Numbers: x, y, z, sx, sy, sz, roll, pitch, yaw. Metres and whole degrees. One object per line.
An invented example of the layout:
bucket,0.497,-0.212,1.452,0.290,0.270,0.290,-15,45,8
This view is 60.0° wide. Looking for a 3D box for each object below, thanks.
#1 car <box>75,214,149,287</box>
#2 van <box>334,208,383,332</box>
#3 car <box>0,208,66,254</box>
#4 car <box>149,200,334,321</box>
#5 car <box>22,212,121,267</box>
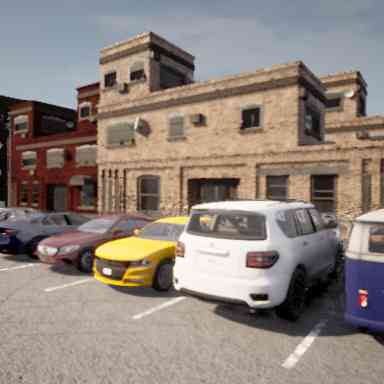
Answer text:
car,-0.382,1.449,9.240,2.097,1.535,5.008,0,0,36
van,4.170,1.254,6.124,1.878,1.987,4.442,0,0,36
car,-7.119,1.415,14.040,2.231,1.521,4.892,0,0,36
car,1.875,1.212,7.656,2.435,2.045,5.566,0,0,36
car,-2.628,1.476,10.841,2.002,1.452,4.674,0,0,36
